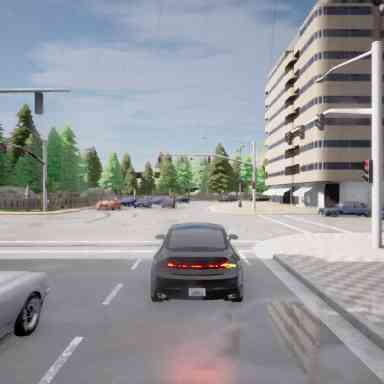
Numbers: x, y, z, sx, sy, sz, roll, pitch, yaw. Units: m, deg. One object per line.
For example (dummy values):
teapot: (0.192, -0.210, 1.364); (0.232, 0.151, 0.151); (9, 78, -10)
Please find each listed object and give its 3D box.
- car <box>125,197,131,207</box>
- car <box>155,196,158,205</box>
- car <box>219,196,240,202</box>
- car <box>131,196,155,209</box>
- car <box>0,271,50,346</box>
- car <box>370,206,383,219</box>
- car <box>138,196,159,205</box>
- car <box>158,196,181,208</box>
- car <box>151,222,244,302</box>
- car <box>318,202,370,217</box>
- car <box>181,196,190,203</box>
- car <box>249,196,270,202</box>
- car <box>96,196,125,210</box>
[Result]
car: (-9.861, 1.478, 50.986); (1.882, 1.535, 5.008); (0, 0, 7)
car: (-5.627, 1.478, 55.805); (1.882, 1.535, 5.008); (0, 0, 14)
car: (8.427, 1.540, 73.767); (5.357, 1.411, 2.033); (0, 0, -41)
car: (-6.737, 1.564, 45.999); (1.994, 1.385, 4.181); (0, 0, 0)
car: (-3.425, 1.601, 3.718); (1.895, 1.301, 4.718); (0, 0, 0)
car: (17.705, 1.581, 27.395); (4.674, 1.442, 1.812); (0, 0, 0)
car: (-7.818, 1.505, 60.705); (1.837, 1.490, 4.892); (0, 0, 19)
car: (-3.131, 1.547, 47.489); (2.033, 1.411, 5.357); (0, 0, 3)
car: (0.118, 1.505, 8.238); (1.837, 1.490, 4.892); (0, 0, 1)
car: (14.609, 1.603, 30.905); (5.357, 1.411, 2.033); (0, 0, 0)
car: (-2.194, 1.478, 65.288); (1.882, 1.535, 5.008); (0, 0, 28)
car: (15.203, 1.595, 74.682); (4.718, 1.301, 1.895); (0, 0, -33)
car: (-10.394, 1.352, 41.775); (2.097, 1.767, 4.553); (0, 0, 2)
